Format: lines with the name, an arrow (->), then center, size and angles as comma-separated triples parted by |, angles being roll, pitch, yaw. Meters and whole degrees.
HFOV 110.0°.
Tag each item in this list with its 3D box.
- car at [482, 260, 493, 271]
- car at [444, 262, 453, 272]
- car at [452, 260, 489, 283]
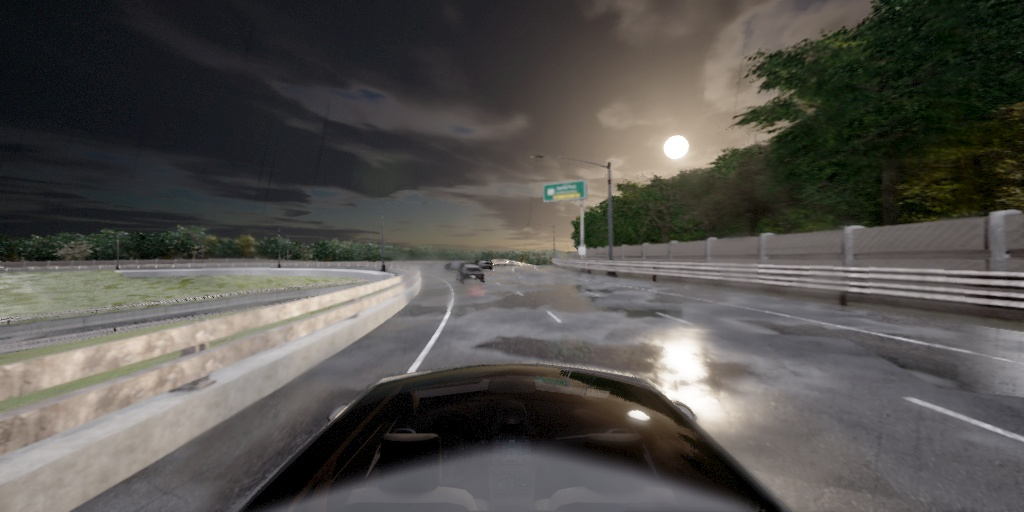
car -> -4.296, 1.326, 50.616 | 1.837, 1.490, 4.892 | 0, 0, -26
car -> -8.167, 1.456, 50.485 | 1.994, 1.385, 4.181 | -1, 0, -27
car -> -3.391, 1.313, 28.518 | 1.837, 1.490, 4.892 | 0, 0, -15
